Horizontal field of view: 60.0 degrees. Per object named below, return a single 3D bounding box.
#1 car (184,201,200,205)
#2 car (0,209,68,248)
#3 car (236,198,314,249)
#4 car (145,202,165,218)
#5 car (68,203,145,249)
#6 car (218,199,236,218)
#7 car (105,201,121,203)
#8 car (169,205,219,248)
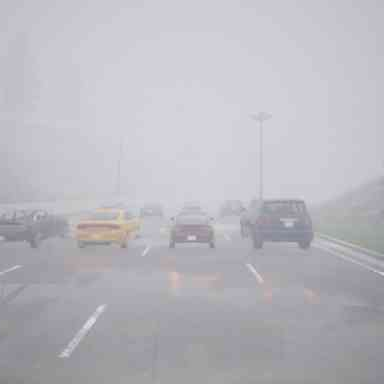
[{"bbox_3d":[0.000,1.533,29.650,1.812,1.442,4.674,0,0,0],"label":"car"},{"bbox_3d":[-7.000,1.495,14.650,2.128,1.511,4.902,0,0,0],"label":"car"},{"bbox_3d":[3.500,1.258,14.680,2.150,2.045,5.566,0,0,0],"label":"car"},{"bbox_3d":[-3.500,1.572,29.650,1.994,1.385,4.181,0,0,0],"label":"car"},{"bbox_3d":[-3.500,1.485,14.650,1.882,1.535,5.008,0,0,0],"label":"car"},{"bbox_3d":[3.500,1.366,29.620,2.097,1.767,4.553,0,0,0],"label":"car"},{"bbox_3d":[-7.000,1.533,29.650,1.812,1.442,4.674,0,0,0],"label":"car"},{"bbox_3d":[0.000,1.533,14.650,1.812,1.442,4.674,0,0,0],"label":"car"}]
